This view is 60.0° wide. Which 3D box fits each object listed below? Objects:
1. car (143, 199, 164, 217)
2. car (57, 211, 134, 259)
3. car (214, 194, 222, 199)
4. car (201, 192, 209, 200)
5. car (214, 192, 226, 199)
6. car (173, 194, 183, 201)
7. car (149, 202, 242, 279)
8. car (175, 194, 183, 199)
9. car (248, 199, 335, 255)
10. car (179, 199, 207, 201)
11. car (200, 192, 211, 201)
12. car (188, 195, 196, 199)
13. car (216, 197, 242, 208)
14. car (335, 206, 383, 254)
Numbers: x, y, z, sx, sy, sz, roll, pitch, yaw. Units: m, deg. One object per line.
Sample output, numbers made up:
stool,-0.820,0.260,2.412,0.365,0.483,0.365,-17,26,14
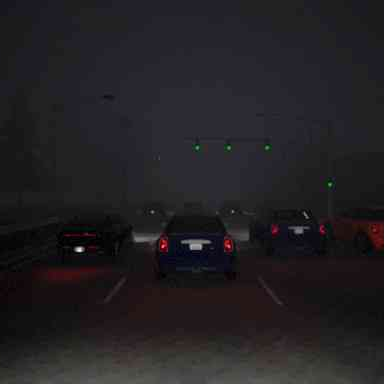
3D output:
car,-3.405,1.469,31.095,1.837,1.490,4.892,0,0,0
car,-3.404,1.490,12.471,1.837,1.490,4.892,0,0,0
car,6.985,1.209,90.394,1.882,1.535,5.008,0,0,0
car,3.485,0.956,90.423,2.150,2.045,5.566,0,0,0
car,6.987,1.127,80.004,2.150,2.045,5.566,0,0,0
car,-3.513,1.379,79.972,1.882,1.535,5.008,0,0,0
car,0.096,1.341,10.187,2.097,1.767,4.553,0,0,0
car,-3.515,1.283,90.392,1.994,1.385,4.181,0,0,0
car,3.596,1.337,13.301,2.097,1.767,4.553,0,0,0
car,0.095,1.516,27.105,2.033,1.411,5.357,0,0,0
car,3.487,1.441,79.974,2.033,1.411,5.357,0,0,0
car,-0.013,1.426,80.390,1.812,1.442,4.674,0,0,0
car,3.595,1.469,31.792,1.837,1.490,4.892,0,0,0
car,7.097,1.336,13.515,2.097,1.767,4.553,0,0,0
